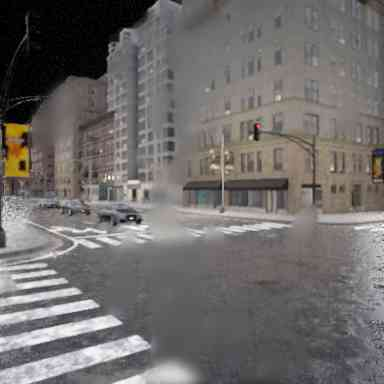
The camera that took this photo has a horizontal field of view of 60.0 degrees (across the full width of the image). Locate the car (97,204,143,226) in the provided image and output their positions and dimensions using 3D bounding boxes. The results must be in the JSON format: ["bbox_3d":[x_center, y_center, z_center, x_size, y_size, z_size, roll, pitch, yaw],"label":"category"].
[{"bbox_3d":[-5.101,1.521,23.269,1.994,1.385,4.181,-1,1,-36],"label":"car"}]

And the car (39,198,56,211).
[{"bbox_3d":[-16.949,1.452,39.826,1.994,1.385,4.181,-1,1,-36],"label":"car"}]

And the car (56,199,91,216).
[{"bbox_3d":[-11.146,1.427,31.709,1.837,1.490,4.892,-1,0,-36],"label":"car"}]
